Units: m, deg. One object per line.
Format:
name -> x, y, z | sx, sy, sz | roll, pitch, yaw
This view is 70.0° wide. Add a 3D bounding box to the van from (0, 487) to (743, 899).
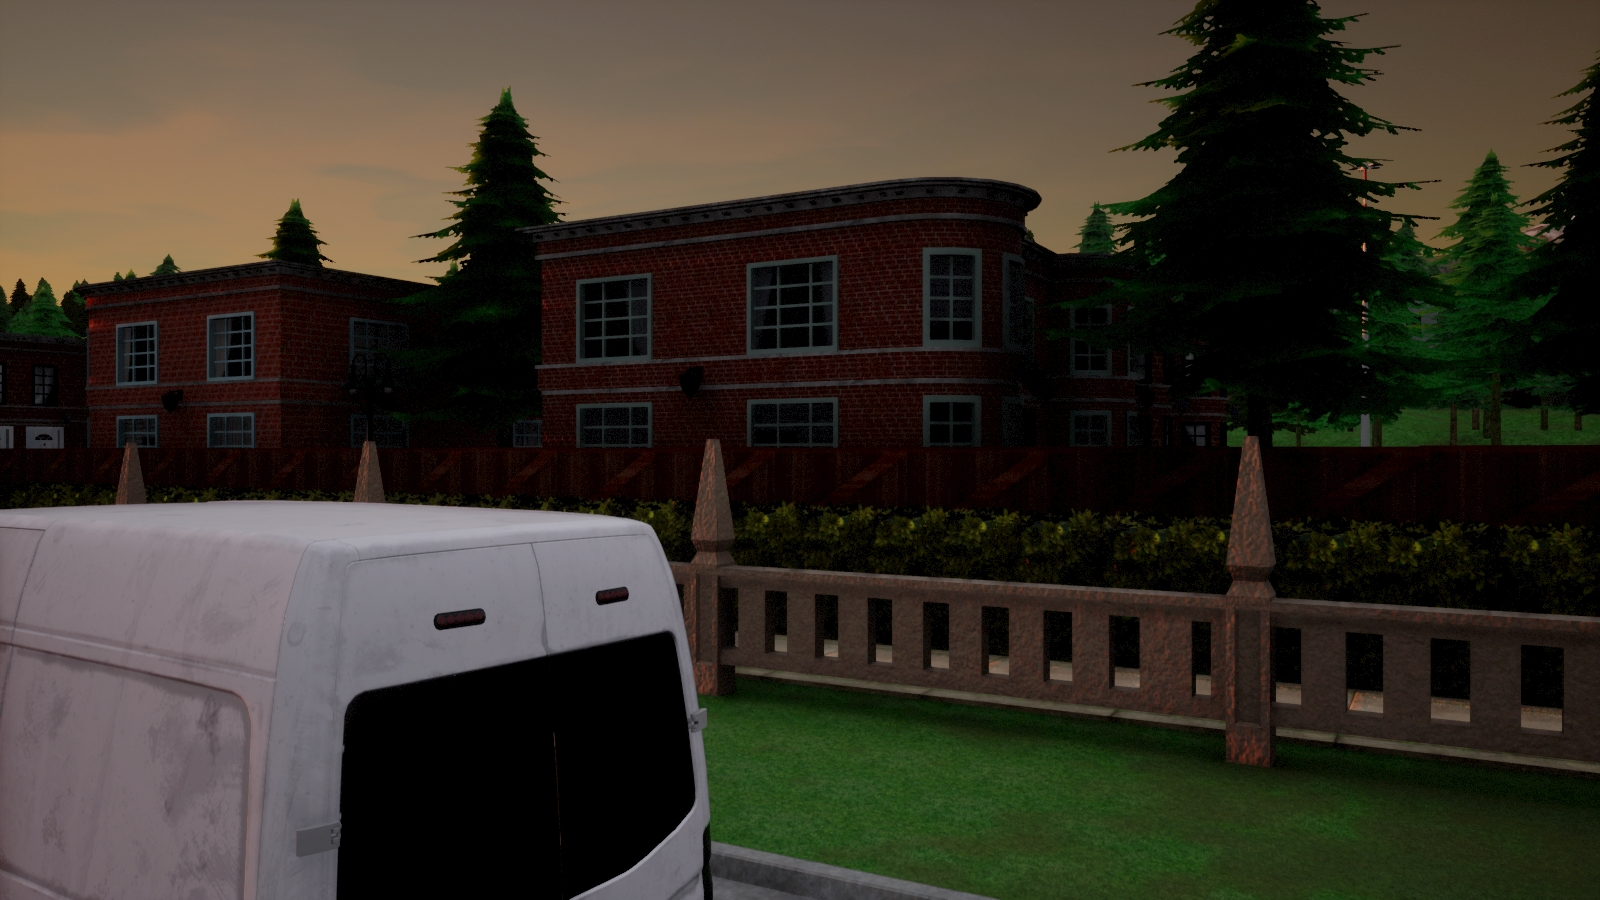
van -> -3.240, 1.534, 5.467 | 5.915, 2.561, 1.988 | 0, 0, 34
